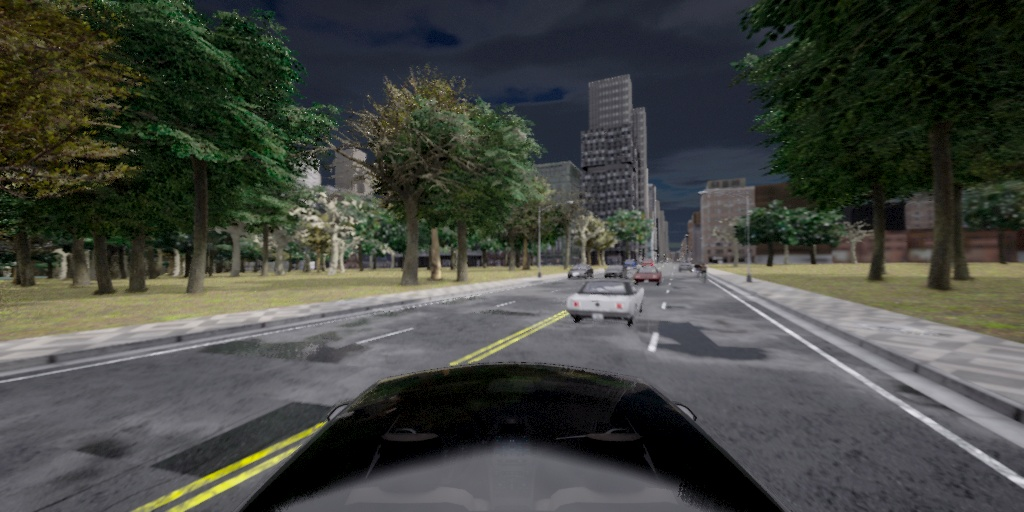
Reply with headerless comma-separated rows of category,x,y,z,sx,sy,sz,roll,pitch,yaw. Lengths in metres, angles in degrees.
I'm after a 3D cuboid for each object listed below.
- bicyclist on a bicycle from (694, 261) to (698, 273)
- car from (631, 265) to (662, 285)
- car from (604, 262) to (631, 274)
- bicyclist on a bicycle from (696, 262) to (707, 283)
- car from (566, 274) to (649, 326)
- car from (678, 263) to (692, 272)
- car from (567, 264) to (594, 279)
bicyclist on a bicycle,19.816,1.439,38.378,0.659,1.776,1.843,-1,-1,25
car,10.919,1.597,28.677,1.895,1.301,4.718,-1,-1,25
car,10.446,1.596,35.925,1.837,1.490,4.892,-1,-1,25
bicyclist on a bicycle,15.564,1.426,29.108,0.582,1.620,1.656,-1,-1,25
car,3.375,1.447,12.231,1.895,1.301,4.718,-1,-1,25
car,27.142,1.760,56.251,2.128,1.511,4.902,-1,-1,25
car,7.002,1.608,36.209,2.128,1.511,4.902,-1,-1,25
